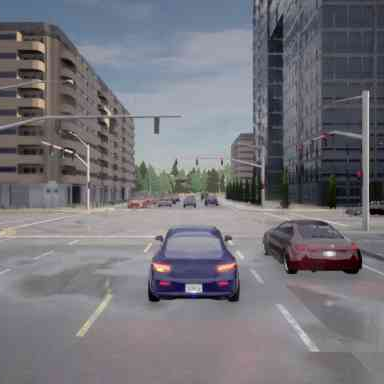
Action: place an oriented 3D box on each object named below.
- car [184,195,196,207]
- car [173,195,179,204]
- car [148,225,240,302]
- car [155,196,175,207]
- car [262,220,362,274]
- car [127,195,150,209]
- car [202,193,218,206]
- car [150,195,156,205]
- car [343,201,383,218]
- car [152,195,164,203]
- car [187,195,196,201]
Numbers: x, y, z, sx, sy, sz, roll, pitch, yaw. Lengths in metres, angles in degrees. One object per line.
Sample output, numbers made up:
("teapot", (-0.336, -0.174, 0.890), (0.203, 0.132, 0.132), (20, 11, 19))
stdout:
("car", (-0.317, 1.547, 51.074), (2.033, 1.411, 5.357), (0, 0, 0))
("car", (-3.920, 1.601, 60.736), (1.895, 1.301, 4.718), (0, 0, 1))
("car", (0.044, 1.526, 8.139), (1.812, 1.442, 4.674), (0, 0, 0))
("car", (-4.006, 1.601, 50.057), (1.895, 1.301, 4.718), (0, 0, 0))
("car", (3.552, 1.564, 10.563), (1.994, 1.385, 4.181), (0, 0, 0))
("car", (-7.483, 1.352, 45.657), (2.097, 1.767, 4.553), (0, 0, 0))
("car", (3.221, 1.352, 56.540), (2.097, 1.767, 4.553), (0, 0, 0))
("car", (-7.469, 1.355, 57.014), (2.097, 1.767, 4.553), (0, 0, 1))
("car", (16.585, 1.546, 30.755), (4.902, 1.511, 2.128), (0, 0, 0))
("car", (-7.238, 1.525, 71.661), (2.128, 1.511, 4.902), (0, 0, 1))
("car", (-0.087, 1.525, 86.157), (2.128, 1.511, 4.902), (0, 0, 1))
